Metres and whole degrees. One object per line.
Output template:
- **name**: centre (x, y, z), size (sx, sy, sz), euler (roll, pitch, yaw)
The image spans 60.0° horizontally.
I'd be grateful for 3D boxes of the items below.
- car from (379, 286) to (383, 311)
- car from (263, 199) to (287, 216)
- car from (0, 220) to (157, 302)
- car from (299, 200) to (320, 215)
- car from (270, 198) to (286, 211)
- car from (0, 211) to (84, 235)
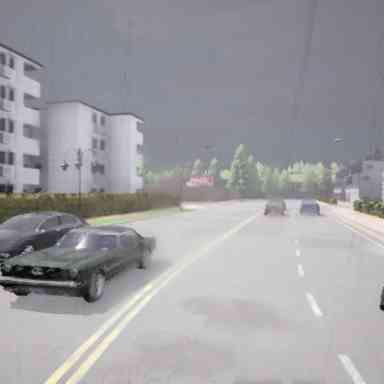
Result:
- **car**: centre (4.104, 1.607, 4.151), size (1.994, 1.385, 4.181), euler (0, 0, 8)
- **car**: centre (8.322, 1.638, 33.613), size (1.812, 1.442, 4.674), euler (1, 0, 16)
- **car**: centre (-2.466, 1.586, 8.457), size (1.895, 1.301, 4.718), euler (1, 0, 12)
- **car**: centre (12.594, 1.633, 35.752), size (1.882, 1.535, 5.008), euler (1, 0, 16)
- **car**: centre (11.388, 1.659, 44.050), size (1.837, 1.490, 4.892), euler (1, 1, 17)
- **car**: centre (-5.373, 1.471, 11.573), size (1.837, 1.490, 4.892), euler (0, 0, 15)
